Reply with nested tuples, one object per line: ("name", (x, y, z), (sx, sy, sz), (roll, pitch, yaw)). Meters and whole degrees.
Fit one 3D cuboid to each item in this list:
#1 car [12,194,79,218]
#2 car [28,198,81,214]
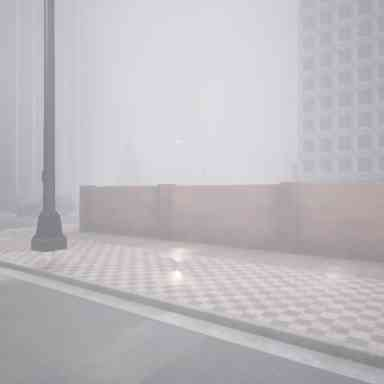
("car", (-13.702, 1.221, 31.095), (2.150, 2.045, 5.566), (0, 0, 35))
("car", (-14.661, 1.478, 35.815), (1.882, 1.535, 5.008), (0, 0, 35))
